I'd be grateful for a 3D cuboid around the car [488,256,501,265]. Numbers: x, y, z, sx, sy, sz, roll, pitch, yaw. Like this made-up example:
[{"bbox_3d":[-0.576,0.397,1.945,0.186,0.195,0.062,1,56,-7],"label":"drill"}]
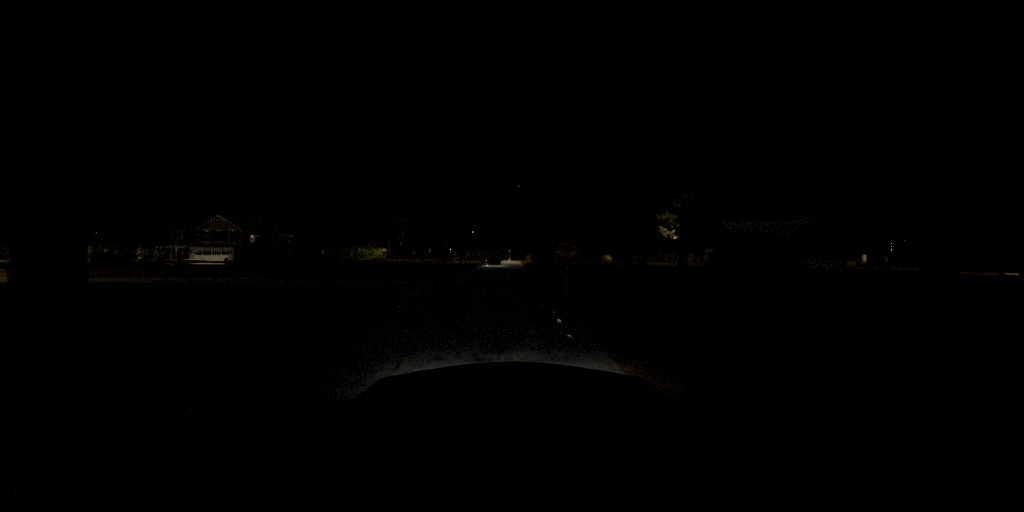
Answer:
[{"bbox_3d":[-2.739,0.737,56.298,1.837,1.490,4.892,0,3,0],"label":"car"}]
